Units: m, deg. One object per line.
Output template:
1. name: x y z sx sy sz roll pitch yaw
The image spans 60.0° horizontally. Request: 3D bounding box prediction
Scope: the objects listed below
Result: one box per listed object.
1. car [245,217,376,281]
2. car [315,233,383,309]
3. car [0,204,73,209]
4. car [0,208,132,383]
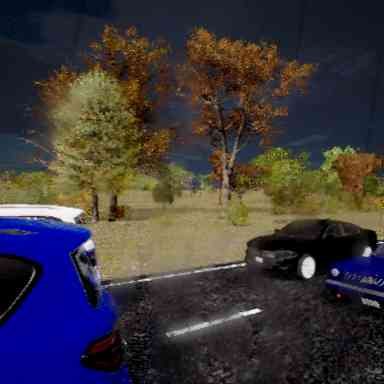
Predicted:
1. car: 3.852 1.587 10.424 5.008 1.535 1.882 1 0 -35
2. car: 4.993 1.700 7.244 4.718 1.301 1.895 1 0 -35
3. car: -4.143 1.213 4.724 5.566 2.045 2.150 1 -1 -36
4. car: -3.032 1.202 1.523 5.566 2.045 2.150 1 -1 -36
